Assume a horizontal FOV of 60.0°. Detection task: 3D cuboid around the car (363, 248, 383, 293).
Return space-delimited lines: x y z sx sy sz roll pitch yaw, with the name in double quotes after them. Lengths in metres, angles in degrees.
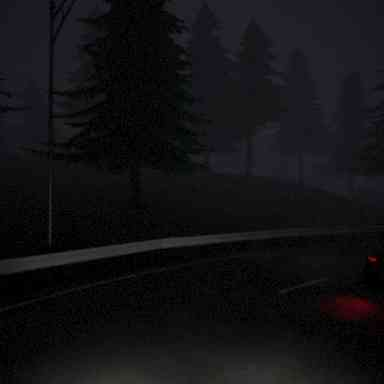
5.879 1.603 7.736 4.181 1.385 1.994 0 1 -34 "car"
